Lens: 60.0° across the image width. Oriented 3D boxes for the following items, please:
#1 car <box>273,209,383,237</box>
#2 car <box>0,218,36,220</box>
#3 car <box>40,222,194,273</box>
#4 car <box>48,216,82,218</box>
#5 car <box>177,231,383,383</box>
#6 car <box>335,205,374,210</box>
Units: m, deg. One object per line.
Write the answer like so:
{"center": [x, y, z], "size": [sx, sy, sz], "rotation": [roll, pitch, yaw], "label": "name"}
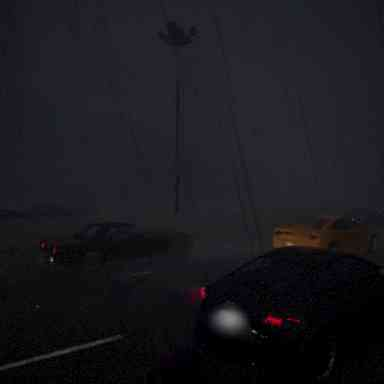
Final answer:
{"center": [5.057, 1.576, 12.245], "size": [5.008, 1.535, 1.882], "rotation": [1, 0, -39], "label": "car"}
{"center": [-10.717, 1.616, 17.956], "size": [4.181, 1.385, 1.994], "rotation": [1, 0, -37], "label": "car"}
{"center": [-2.266, 1.654, 10.899], "size": [4.718, 1.301, 1.895], "rotation": [1, 0, -37], "label": "car"}
{"center": [-10.445, 1.558, 22.533], "size": [5.008, 1.535, 1.882], "rotation": [1, 0, -38], "label": "car"}
{"center": [2.077, 1.607, 5.455], "size": [4.181, 1.385, 1.994], "rotation": [1, 0, -37], "label": "car"}
{"center": [11.650, 1.757, 22.614], "size": [4.181, 1.385, 1.994], "rotation": [1, 0, -43], "label": "car"}
